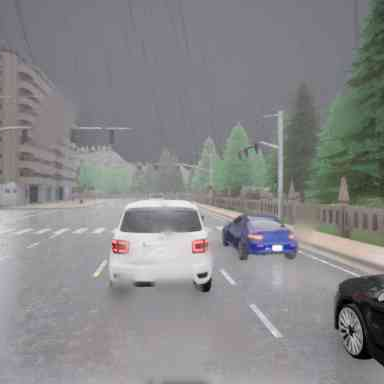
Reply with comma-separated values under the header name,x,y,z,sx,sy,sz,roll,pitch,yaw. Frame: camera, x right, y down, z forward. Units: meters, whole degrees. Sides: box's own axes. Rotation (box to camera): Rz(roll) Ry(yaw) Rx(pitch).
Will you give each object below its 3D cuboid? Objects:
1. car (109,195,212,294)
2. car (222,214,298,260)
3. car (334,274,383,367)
name,x,y,z,sx,sy,sz,roll,pitch,yaw
car,-0.798,1.221,8.969,2.150,2.045,5.566,0,0,-5
car,2.348,1.525,12.328,1.812,1.442,4.674,0,0,-6
car,3.123,1.491,3.100,2.128,1.511,4.902,0,0,-3
